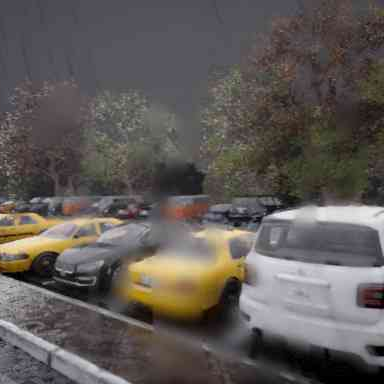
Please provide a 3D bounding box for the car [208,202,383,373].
[{"bbox_3d":[2.946,1.260,6.040,2.435,2.045,5.566,-1,0,38],"label":"car"}]

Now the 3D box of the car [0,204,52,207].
[{"bbox_3d":[-10.040,1.645,16.467,1.946,1.575,5.366,-1,0,38],"label":"car"}]

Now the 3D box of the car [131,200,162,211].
[{"bbox_3d":[-2.107,1.537,26.669,2.163,1.488,4.792,-1,0,38],"label":"car"}]

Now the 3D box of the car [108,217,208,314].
[{"bbox_3d":[0.864,1.528,7.882,1.946,1.575,5.366,-1,0,38],"label":"car"}]

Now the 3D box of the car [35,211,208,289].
[{"bbox_3d":[-1.428,1.556,9.459,2.231,1.521,4.892,-1,0,38],"label":"car"}]

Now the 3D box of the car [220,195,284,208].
[{"bbox_3d":[4.516,1.182,21.450,2.435,2.045,5.566,-1,0,38],"label":"car"}]

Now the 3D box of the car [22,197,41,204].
[{"bbox_3d":[-15.099,1.509,36.822,2.435,2.045,5.566,-1,0,38],"label":"car"}]

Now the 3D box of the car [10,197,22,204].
[{"bbox_3d":[-17.275,1.555,38.536,2.435,2.045,5.566,-1,0,38],"label":"car"}]

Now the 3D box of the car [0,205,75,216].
[{"bbox_3d":[-8.185,1.623,14.534,1.946,1.575,5.366,-1,0,38],"label":"car"}]

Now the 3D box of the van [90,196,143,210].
[{"bbox_3d":[-6.432,1.355,29.896,1.878,1.987,4.442,-1,0,38],"label":"van"}]

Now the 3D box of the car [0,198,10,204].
[{"bbox_3d":[-21.609,1.897,41.981,2.097,1.535,5.008,-1,0,38],"label":"car"}]

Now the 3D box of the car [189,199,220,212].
[{"bbox_3d":[2.309,1.485,23.119,2.163,1.488,4.792,-1,0,38],"label":"car"}]

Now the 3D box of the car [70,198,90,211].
[{"bbox_3d":[-8.546,1.623,31.708,2.097,1.535,5.008,-1,0,38],"label":"car"}]

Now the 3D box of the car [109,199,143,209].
[{"bbox_3d":[-4.180,1.569,28.301,2.163,1.488,4.792,-1,0,38],"label":"car"}]

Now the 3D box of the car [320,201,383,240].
[{"bbox_3d":[8.739,1.389,17.856,1.946,1.575,5.366,-1,0,38],"label":"car"}]

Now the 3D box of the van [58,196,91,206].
[{"bbox_3d":[-10.657,1.441,33.509,1.878,1.987,4.442,-1,0,38],"label":"van"}]

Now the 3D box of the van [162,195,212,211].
[{"bbox_3d":[0.121,1.253,25.023,1.878,1.987,4.442,-1,0,38],"label":"van"}]

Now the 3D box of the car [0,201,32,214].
[{"bbox_3d":[-23.878,1.985,43.778,2.002,1.452,4.674,-1,0,38],"label":"car"}]

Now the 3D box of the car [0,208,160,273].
[{"bbox_3d":[-3.727,1.576,11.025,1.946,1.575,5.366,-1,0,38],"label":"car"}]

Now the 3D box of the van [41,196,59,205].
[{"bbox_3d":[-12.978,1.490,35.040,1.878,1.987,4.442,-1,0,38],"label":"van"}]
